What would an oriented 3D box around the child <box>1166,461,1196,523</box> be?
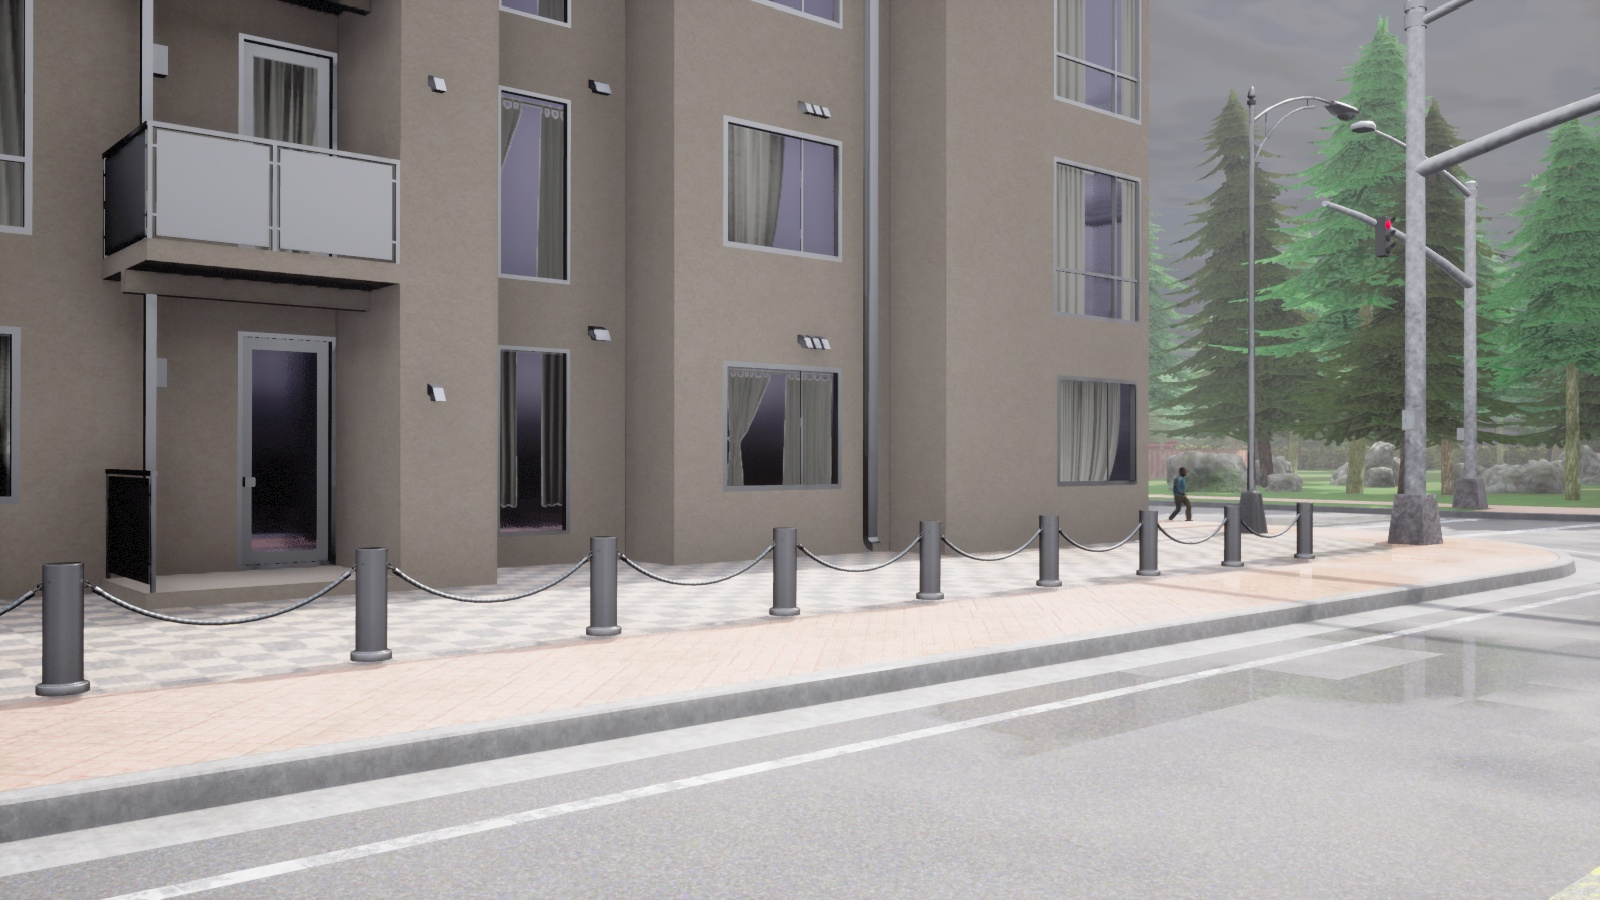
[{"bbox_3d":[7.452,0.815,24.565,0.343,1.192,0.448,0,0,-43],"label":"child"}]
